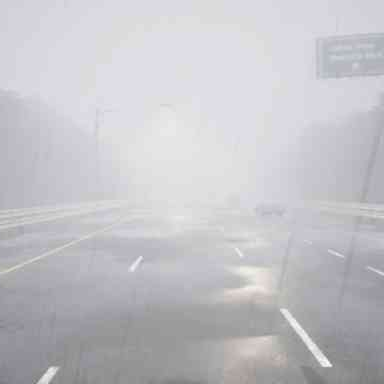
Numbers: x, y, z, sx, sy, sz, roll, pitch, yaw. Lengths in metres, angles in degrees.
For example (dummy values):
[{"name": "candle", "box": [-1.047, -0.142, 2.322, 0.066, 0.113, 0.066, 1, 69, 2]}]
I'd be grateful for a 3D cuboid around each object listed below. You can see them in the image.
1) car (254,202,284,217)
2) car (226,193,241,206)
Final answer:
[{"name": "car", "box": [7.003, 1.599, 30.737, 1.895, 1.301, 4.718, 0, 0, 0]}, {"name": "car", "box": [7.005, 1.240, 56.575, 2.150, 2.045, 5.566, 0, 0, 0]}]
